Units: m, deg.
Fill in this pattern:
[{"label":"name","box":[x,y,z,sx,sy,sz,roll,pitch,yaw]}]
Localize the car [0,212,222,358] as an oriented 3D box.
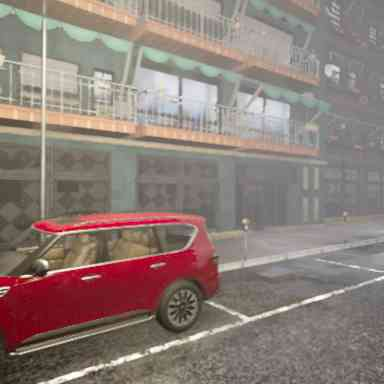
[{"label":"car","box":[-1.784,1.312,5.271,5.009,1.841,2.192,0,1,-35]}]
